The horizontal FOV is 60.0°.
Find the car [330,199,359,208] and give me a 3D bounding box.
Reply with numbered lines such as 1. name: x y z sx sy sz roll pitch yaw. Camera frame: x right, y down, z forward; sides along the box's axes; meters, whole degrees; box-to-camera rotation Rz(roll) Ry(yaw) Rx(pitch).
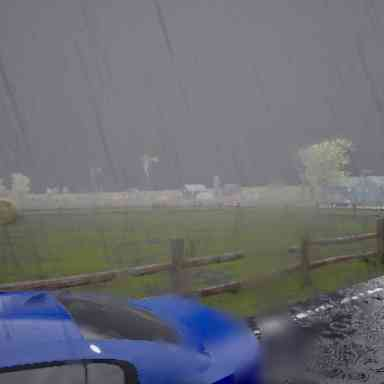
1. car: 26.866 2.020 58.716 1.837 1.490 4.892 -1 2 -36

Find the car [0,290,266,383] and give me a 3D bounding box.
1. car: -1.755 1.477 1.820 5.008 1.535 1.882 0 0 -35

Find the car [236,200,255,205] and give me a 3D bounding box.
1. car: 12.725 2.423 78.452 1.895 1.301 4.718 -1 0 -36
